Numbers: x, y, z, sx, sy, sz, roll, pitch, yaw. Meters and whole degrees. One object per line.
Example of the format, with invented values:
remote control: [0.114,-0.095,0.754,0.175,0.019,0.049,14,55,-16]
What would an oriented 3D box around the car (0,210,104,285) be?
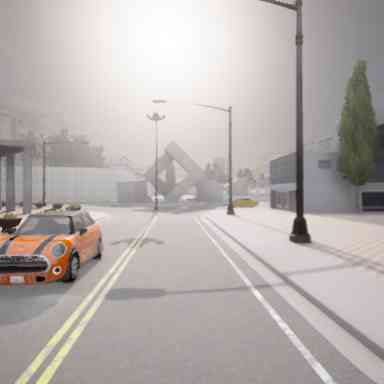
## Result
car: [-4.041,1.383,9.710,2.097,1.767,4.553,0,0,-3]

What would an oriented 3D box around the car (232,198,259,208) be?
car: [7.763,1.568,48.920,5.008,1.535,1.882,0,0,-38]
